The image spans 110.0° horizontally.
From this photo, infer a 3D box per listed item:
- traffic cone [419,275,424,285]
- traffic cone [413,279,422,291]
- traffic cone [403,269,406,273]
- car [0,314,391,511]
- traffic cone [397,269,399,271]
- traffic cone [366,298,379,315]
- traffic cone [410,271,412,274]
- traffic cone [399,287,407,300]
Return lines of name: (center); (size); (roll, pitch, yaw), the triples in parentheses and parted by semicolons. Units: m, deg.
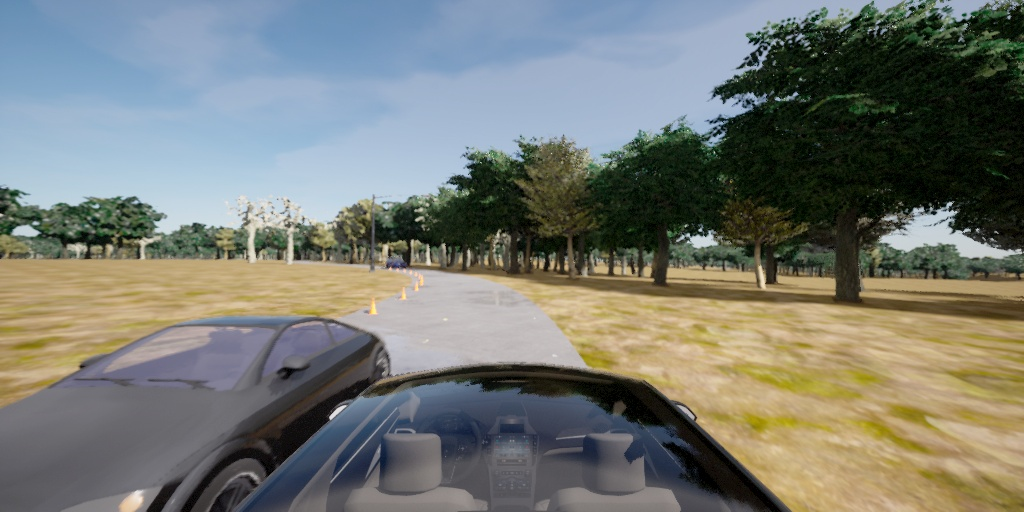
traffic cone: (-6.849, 1.908, 27.123); (0.340, 0.580, 0.340); (0, 0, -12)
traffic cone: (-5.957, 1.866, 22.347); (0.340, 0.580, 0.340); (0, 0, -9)
traffic cone: (-14.946, 2.014, 49.958); (0.340, 0.580, 0.340); (0, 0, -27)
car: (-2.723, 1.308, 3.482); (1.994, 1.385, 4.181); (1, -1, 0)
traffic cone: (-17.264, 2.007, 54.229); (0.340, 0.580, 0.340); (0, 0, -30)
traffic cone: (-4.926, 1.773, 12.688); (0.340, 0.580, 0.340); (0, 0, -3)
traffic cone: (-12.855, 2.010, 45.572); (0.340, 0.580, 0.340); (0, 0, -24)
traffic cone: (-5.315, 1.821, 17.531); (0.340, 0.580, 0.340); (0, 0, -6)
